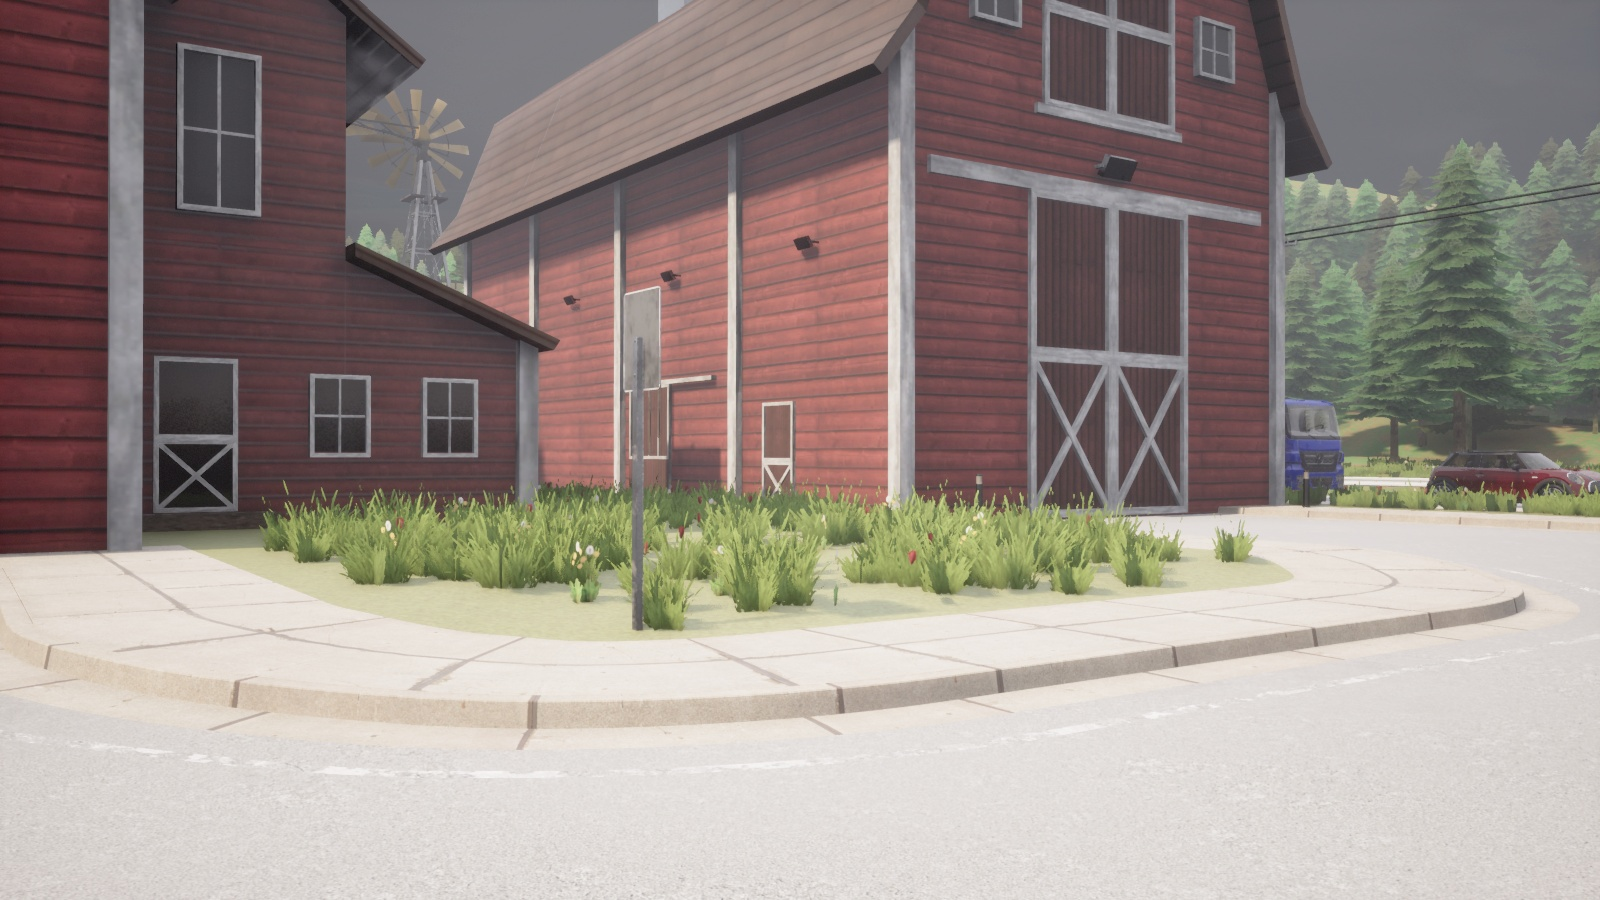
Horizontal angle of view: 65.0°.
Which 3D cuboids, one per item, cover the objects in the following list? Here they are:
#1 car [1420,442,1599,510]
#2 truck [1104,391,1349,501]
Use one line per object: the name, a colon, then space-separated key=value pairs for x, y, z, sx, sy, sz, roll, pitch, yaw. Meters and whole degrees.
car: x=20.188 y=0.691 z=35.237 sx=2.097 sy=1.767 sz=4.553 roll=0 pitch=0 yaw=-34
truck: x=14.570 y=-0.107 z=43.664 sx=2.891 sy=3.462 sz=7.936 roll=0 pitch=0 yaw=-34
